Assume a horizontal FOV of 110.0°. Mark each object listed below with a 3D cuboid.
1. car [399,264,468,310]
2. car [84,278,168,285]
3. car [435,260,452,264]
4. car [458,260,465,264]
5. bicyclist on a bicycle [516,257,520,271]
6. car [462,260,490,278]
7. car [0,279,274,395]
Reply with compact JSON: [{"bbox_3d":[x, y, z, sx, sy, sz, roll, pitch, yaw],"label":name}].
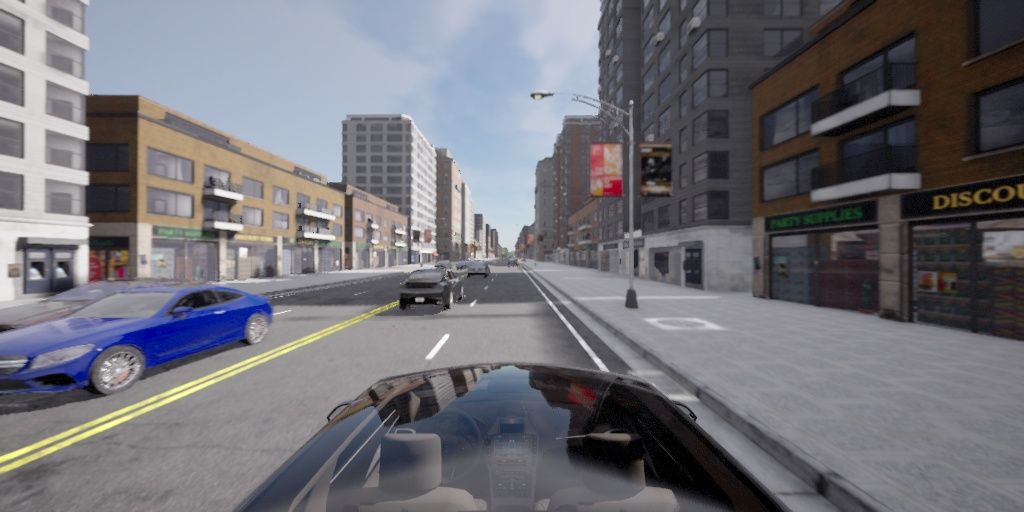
[{"bbox_3d":[-3.147,1.251,14.653,1.837,1.490,4.892,0,0,0],"label":"car"},{"bbox_3d":[-9.850,1.296,9.249,2.033,1.411,5.357,0,0,0],"label":"car"},{"bbox_3d":[-9.790,1.284,51.563,2.033,1.411,5.357,0,0,1],"label":"car"},{"bbox_3d":[-6.550,1.301,50.098,1.994,1.385,4.181,0,0,0],"label":"car"},{"bbox_3d":[0.901,1.173,49.018,0.866,1.612,1.509,0,0,0],"label":"bicyclist on a bicycle"},{"bbox_3d":[-3.137,1.288,34.299,2.033,1.411,5.357,0,0,0],"label":"car"},{"bbox_3d":[-6.587,1.275,6.743,1.812,1.442,4.674,0,0,0],"label":"car"}]
